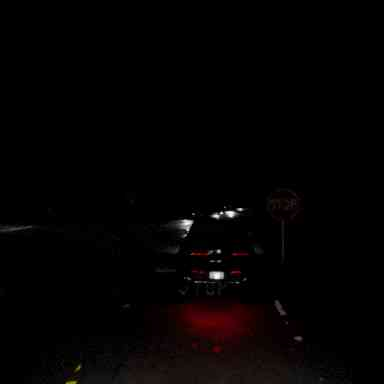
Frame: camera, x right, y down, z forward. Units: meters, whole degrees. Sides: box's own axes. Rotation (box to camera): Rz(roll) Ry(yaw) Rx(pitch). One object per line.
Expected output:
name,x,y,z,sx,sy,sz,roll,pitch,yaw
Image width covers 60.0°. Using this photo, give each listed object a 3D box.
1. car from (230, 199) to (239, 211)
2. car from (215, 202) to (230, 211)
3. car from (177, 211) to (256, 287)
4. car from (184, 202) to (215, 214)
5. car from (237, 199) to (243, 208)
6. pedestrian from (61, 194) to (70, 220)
car,5.278,2.090,49.136,1.895,1.301,4.718,0,-1,14
car,2.769,1.888,39.630,2.033,1.411,5.357,0,-1,15
car,0.664,1.516,9.410,1.837,1.490,4.892,0,0,3
car,0.565,1.767,30.614,1.994,1.385,4.181,0,-1,13
car,8.003,2.029,60.299,2.097,1.767,4.553,0,-1,13
pedestrian,-8.916,1.061,23.481,0.375,1.860,0.375,0,-4,5
